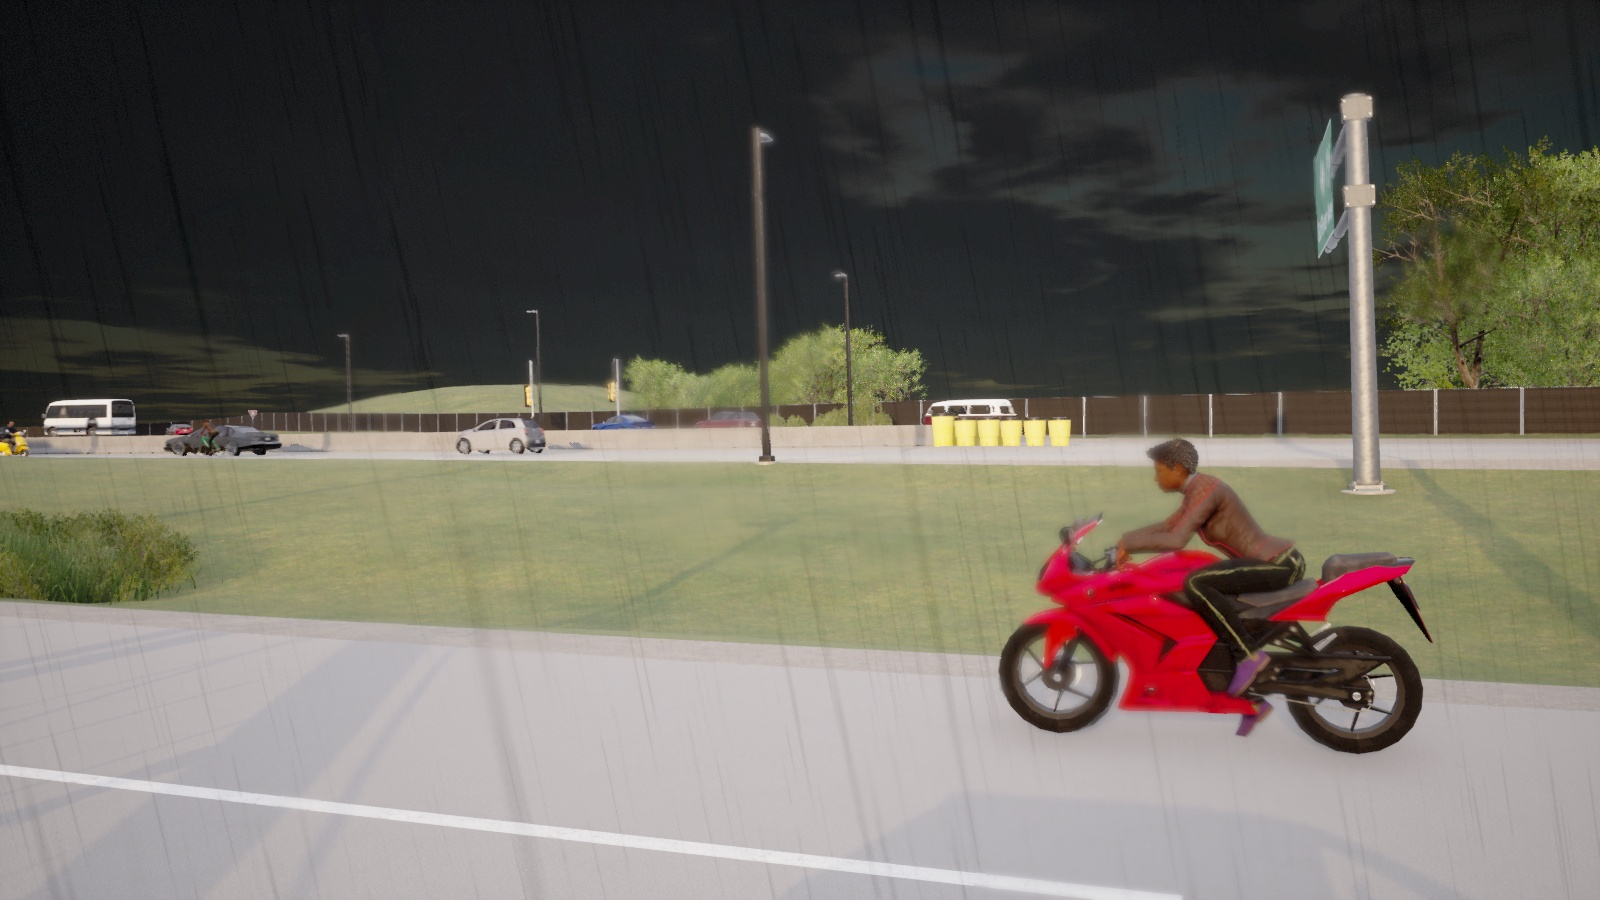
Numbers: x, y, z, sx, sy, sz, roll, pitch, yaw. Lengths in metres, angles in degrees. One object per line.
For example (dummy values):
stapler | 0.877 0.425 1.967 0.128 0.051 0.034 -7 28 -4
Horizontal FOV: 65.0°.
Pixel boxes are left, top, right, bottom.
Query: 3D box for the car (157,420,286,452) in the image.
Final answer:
car | -26.078 -0.620 56.602 5.357 1.411 2.033 0 1 19

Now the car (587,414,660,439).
car | -10.968 -1.477 77.594 1.882 1.535 5.008 -2 2 -44

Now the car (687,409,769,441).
car | -4.076 -1.420 70.438 2.097 1.767 4.553 -2 2 -44

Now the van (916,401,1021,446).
van | 7.875 -1.273 58.973 4.480 2.038 2.069 1 2 41

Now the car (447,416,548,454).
car | -12.499 -0.625 51.866 3.633 1.501 1.845 0 1 19

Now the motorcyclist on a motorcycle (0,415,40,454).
motorcyclist on a motorcycle | -32.132 -0.629 51.300 1.817 1.590 0.866 0 1 19

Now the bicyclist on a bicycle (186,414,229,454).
bicyclist on a bicycle | -24.750 -0.660 52.431 1.656 1.620 0.582 0 1 19

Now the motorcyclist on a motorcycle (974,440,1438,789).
motorcyclist on a motorcycle | 1.956 0.718 6.226 2.044 1.523 0.797 0 1 19
